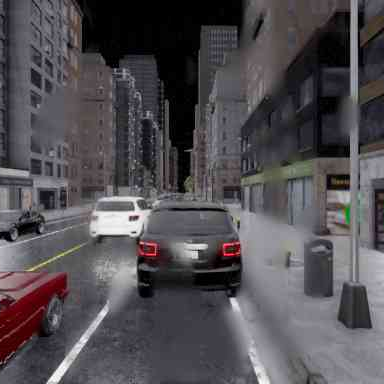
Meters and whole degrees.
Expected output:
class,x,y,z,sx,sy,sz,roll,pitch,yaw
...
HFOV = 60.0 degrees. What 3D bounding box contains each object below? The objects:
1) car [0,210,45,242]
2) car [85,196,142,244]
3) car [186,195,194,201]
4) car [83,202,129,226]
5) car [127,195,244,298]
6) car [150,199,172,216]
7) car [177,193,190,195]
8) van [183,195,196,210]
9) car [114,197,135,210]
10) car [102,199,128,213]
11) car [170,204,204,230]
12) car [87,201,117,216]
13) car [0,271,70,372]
class,x,y,z,sx,sy,sz,roll,pitch,yaw
car,-8.813,1.566,16.352,1.947,1.339,4.313,0,0,0
car,-3.141,1.222,15.942,2.150,2.045,5.566,0,0,0
car,-0.572,1.470,87.873,1.967,1.590,4.097,0,0,-1
car,-6.245,1.548,24.766,2.033,1.411,5.357,0,0,0
car,-0.039,1.228,8.680,2.150,2.045,5.566,0,0,0
car,-3.053,1.526,33.639,1.812,1.442,4.674,0,0,0
car,-0.287,1.316,38.459,2.192,1.841,5.009,0,0,0
van,-0.287,1.343,43.983,1.690,1.788,3.998,0,0,0
car,-8.813,1.442,43.978,1.967,1.590,4.097,0,0,0
car,-8.813,1.567,38.453,1.947,1.339,4.313,0,0,0
car,-0.287,1.551,21.888,2.008,1.369,4.403,0,0,0
car,-8.813,1.583,32.928,1.802,1.307,4.206,0,0,0
car,-3.049,1.601,3.674,1.895,1.301,4.718,0,0,0
